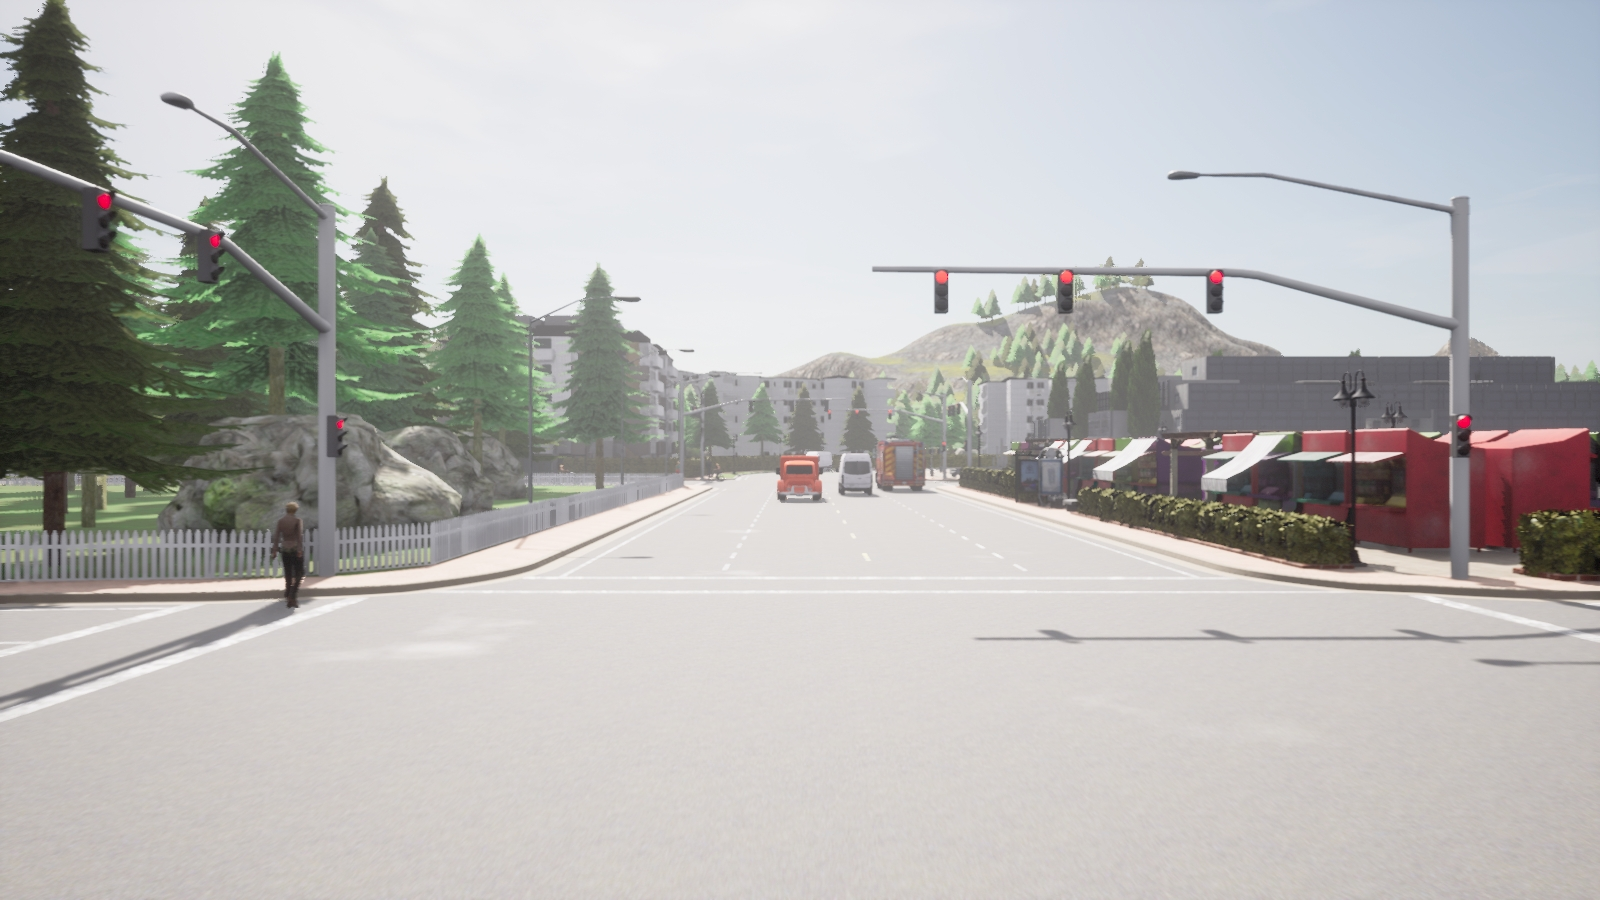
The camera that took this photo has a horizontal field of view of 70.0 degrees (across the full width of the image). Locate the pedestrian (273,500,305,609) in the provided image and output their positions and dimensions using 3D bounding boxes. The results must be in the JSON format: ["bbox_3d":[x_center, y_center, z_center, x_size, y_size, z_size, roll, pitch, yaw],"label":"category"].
[{"bbox_3d":[-8.814,1.793,19.715,0.375,1.860,0.375,0,0,3],"label":"pedestrian"}]

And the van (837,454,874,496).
[{"bbox_3d":[3.470,1.522,72.334,1.988,2.561,5.915,0,0,0],"label":"van"}]

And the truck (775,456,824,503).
[{"bbox_3d":[-0.028,1.557,63.126,2.627,2.467,5.204,0,0,0],"label":"truck"}]
